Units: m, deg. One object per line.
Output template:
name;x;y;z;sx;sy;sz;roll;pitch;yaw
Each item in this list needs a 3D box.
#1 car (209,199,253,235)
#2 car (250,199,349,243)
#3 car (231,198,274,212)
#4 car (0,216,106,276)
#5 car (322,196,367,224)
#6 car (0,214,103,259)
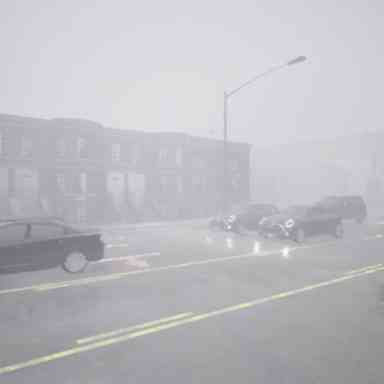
car;3.160;1.390;19.057;4.553;1.767;2.097;0;0;-35
car;5.386;1.391;16.395;4.553;1.767;2.097;0;0;-35
car;7.120;1.564;38.662;5.357;1.411;2.033;4;-3;-41
car;-4.911;1.479;9.084;5.008;1.535;1.882;0;0;-35
car;10.566;1.285;24.305;5.566;2.045;2.150;0;0;-35
car;-6.020;1.605;12.593;4.718;1.301;1.895;0;0;-35
